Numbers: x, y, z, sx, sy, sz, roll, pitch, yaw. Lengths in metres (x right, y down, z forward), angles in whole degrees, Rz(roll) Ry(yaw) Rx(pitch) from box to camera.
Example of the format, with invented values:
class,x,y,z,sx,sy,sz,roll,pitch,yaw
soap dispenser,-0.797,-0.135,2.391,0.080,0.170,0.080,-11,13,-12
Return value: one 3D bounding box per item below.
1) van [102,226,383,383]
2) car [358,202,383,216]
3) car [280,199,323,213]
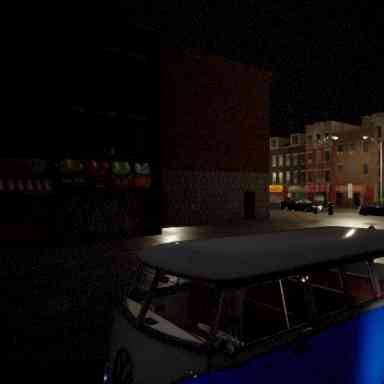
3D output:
class,x,y,z,sx,sy,sz,roll,pitch,yaw
van,1.075,1.341,3.587,3.998,1.788,1.690,0,0,-36
car,17.125,1.572,29.575,1.994,1.385,4.181,0,0,-35
car,12.006,1.492,36.762,2.128,1.511,4.902,0,0,-35
